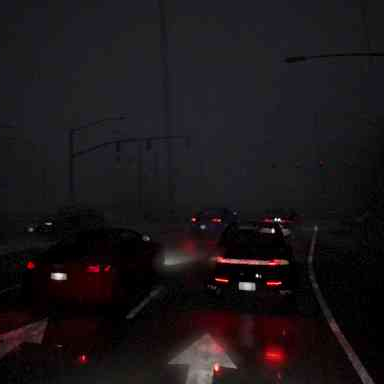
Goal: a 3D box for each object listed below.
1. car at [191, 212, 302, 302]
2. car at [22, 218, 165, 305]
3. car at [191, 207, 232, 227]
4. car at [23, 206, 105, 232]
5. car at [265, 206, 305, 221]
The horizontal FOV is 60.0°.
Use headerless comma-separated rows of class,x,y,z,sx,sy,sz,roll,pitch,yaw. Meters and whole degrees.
car,1.558,1.491,8.371,2.128,1.511,4.902,0,0,13
car,-2.086,1.562,8.204,1.994,1.385,4.181,0,0,12
car,1.362,1.524,18.370,1.812,1.442,4.674,0,0,21
car,-6.610,1.492,17.719,2.128,1.511,4.902,0,0,21
car,4.636,1.504,17.249,1.837,1.490,4.892,0,0,21
